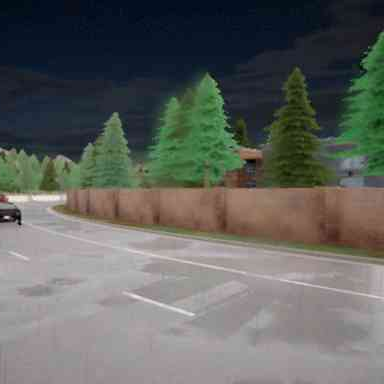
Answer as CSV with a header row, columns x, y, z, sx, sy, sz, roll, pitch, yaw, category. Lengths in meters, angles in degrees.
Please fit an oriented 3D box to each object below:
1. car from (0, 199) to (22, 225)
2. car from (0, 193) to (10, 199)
x,y,z,sx,sy,sz,roll,pitch,yaw,category
-13.175,1.449,22.968,1.882,1.535,5.008,1,0,-38,car
-21.856,1.169,37.262,2.150,2.045,5.566,1,0,-26,car
